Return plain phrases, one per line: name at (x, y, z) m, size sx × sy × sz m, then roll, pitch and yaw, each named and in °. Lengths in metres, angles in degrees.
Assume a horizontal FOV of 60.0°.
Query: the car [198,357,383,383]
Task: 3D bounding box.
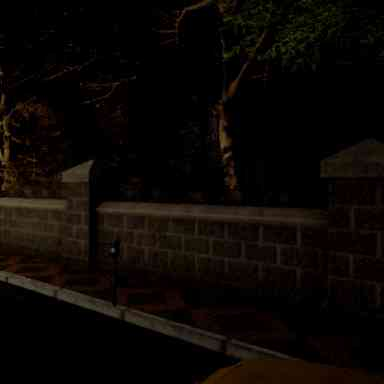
car at (1.893, 1.531, 1.370) m, size 4.829 × 1.417 × 1.752 m, roll 0°, pitch 0°, yaw 35°
